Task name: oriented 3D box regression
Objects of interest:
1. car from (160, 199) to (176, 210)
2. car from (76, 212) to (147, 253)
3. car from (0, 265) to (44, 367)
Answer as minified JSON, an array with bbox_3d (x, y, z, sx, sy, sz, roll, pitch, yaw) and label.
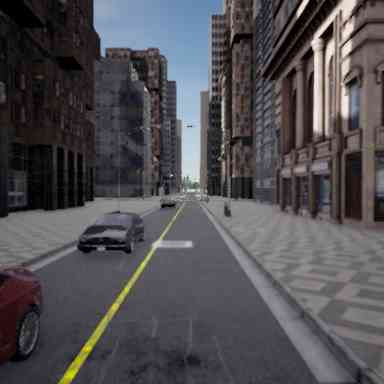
[{"bbox_3d":[-3.106,1.611,43.896,1.895,1.301,4.718,0,0,0],"label":"car"},{"bbox_3d":[-3.060,1.550,13.941,2.033,1.411,5.357,0,0,1],"label":"car"},{"bbox_3d":[-3.091,1.526,3.227,1.812,1.442,4.674,0,0,0],"label":"car"}]
